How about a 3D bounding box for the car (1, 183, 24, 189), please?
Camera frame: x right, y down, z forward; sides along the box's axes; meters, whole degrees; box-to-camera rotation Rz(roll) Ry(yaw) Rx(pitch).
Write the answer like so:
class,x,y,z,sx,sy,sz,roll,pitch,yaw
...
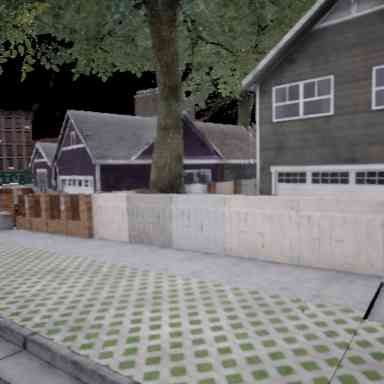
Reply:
class,x,y,z,sx,sy,sz,roll,pitch,yaw
car,-29.145,-0.640,54.411,2.097,1.767,4.553,-1,4,4
